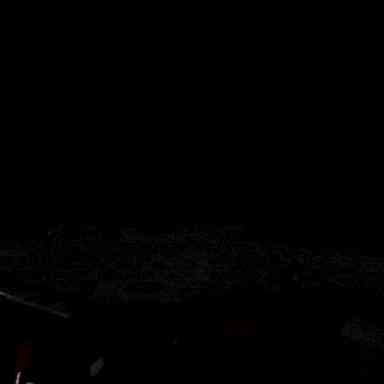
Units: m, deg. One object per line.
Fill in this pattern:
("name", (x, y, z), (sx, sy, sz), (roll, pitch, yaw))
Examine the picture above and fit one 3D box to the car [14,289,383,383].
("car", (0.272, 1.554, 2.767), (4.507, 1.381, 1.887), (0, 0, 35))
